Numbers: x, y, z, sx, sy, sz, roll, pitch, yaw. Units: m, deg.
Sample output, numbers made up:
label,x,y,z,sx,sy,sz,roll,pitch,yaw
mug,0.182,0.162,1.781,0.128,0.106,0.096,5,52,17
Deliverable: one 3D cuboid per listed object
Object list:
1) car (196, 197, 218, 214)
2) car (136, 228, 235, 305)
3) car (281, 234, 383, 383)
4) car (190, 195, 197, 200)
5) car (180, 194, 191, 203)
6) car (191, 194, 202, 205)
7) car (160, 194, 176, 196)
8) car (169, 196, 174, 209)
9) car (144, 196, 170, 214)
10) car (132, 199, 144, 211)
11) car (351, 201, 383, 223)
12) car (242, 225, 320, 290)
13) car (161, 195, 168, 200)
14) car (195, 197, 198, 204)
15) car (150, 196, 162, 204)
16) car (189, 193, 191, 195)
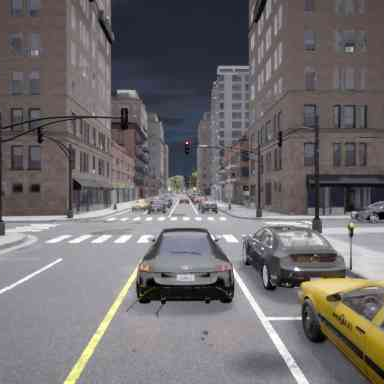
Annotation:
label,x,y,z,sx,sy,sz,roll,pitch,yaw
car,1.795,1.550,35.728,2.008,1.369,4.403,0,0,-1
car,-0.168,1.564,8.191,1.994,1.385,4.181,0,0,-1
car,2.587,1.525,3.625,1.752,1.417,4.829,0,0,-1
car,0.403,1.509,92.698,1.752,1.417,4.829,0,0,-1
car,-1.480,1.593,66.109,1.895,1.301,4.718,0,0,-1
car,1.240,1.435,58.448,1.967,1.590,4.097,0,0,-1
car,-4.184,1.543,56.251,2.033,1.411,5.357,0,0,-2
car,-3.932,1.562,45.886,1.994,1.385,4.181,0,0,-2
car,-3.689,1.504,35.983,1.837,1.490,4.892,0,0,-1
car,-6.362,1.524,41.040,1.752,1.417,4.829,0,0,-1
car,13.940,1.401,23.796,4.902,1.511,2.128,0,0,-3
car,2.454,1.551,8.860,2.008,1.369,4.403,0,0,-1
car,-7.616,1.566,92.326,1.802,1.307,4.206,0,0,-1
car,1.656,1.580,41.408,1.802,1.307,4.206,0,0,-1
car,-6.922,1.544,63.928,2.008,1.369,4.403,0,0,-1
car,0.962,1.306,69.808,2.192,1.841,5.009,0,0,-1
